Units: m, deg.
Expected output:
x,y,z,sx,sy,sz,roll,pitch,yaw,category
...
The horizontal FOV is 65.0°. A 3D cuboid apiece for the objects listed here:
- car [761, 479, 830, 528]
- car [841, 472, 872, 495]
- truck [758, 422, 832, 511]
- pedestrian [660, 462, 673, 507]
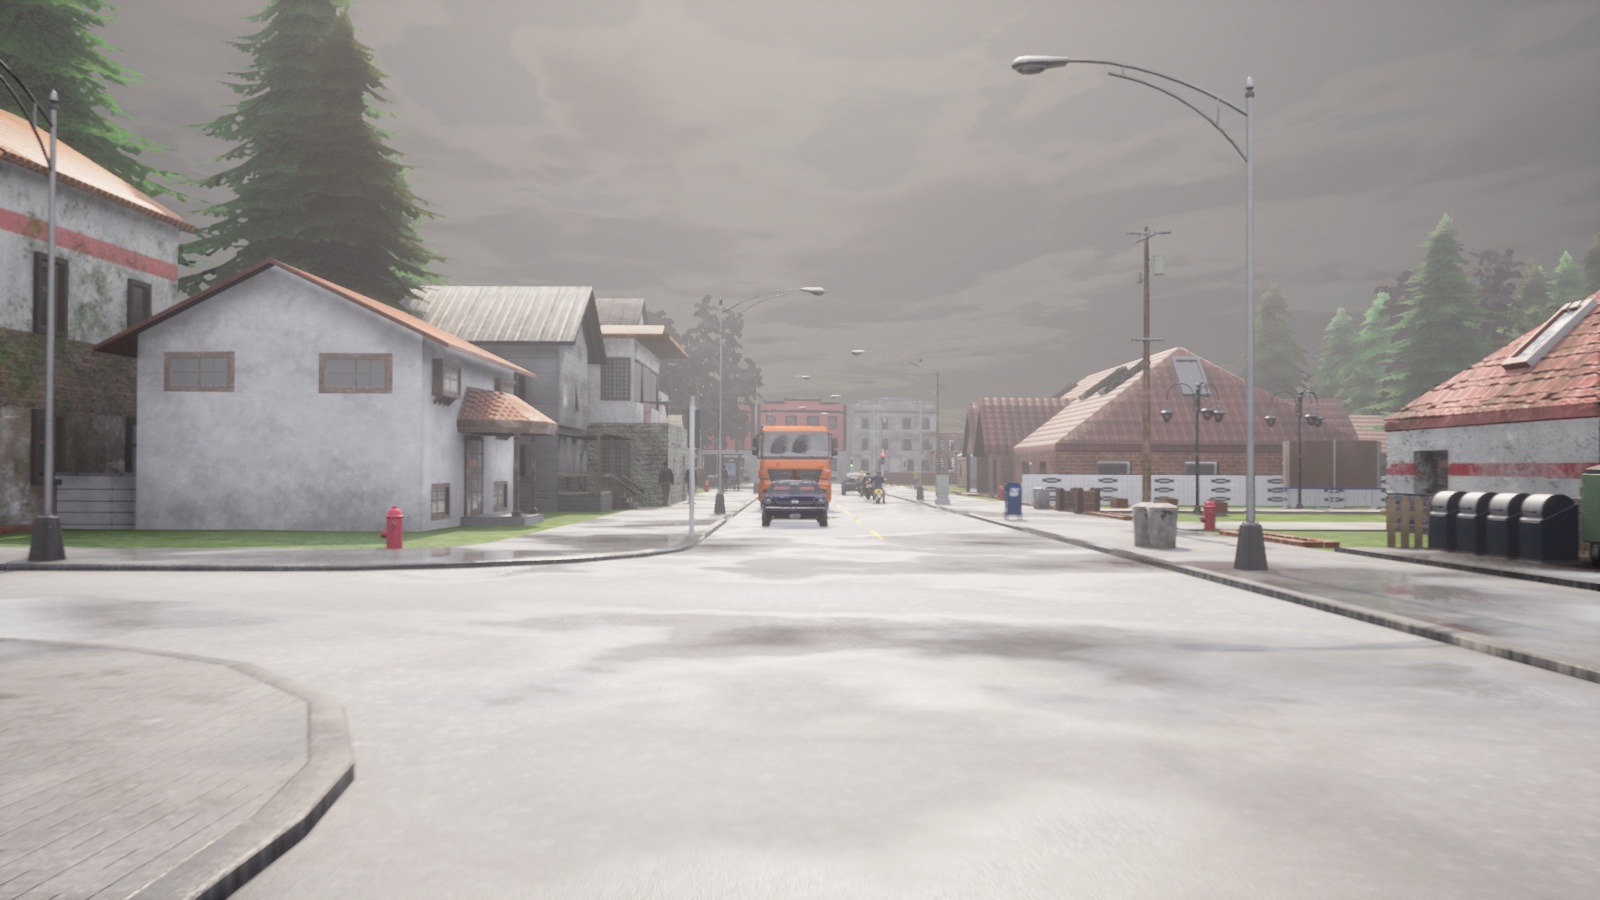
x,y,z,sx,sy,sz,roll,pitch,yaw,category
-0.150,1.531,36.780,1.895,1.301,4.718,0,-1,-1,car
3.673,2.186,82.504,1.837,1.490,4.892,0,-1,0,car
-0.208,0.719,52.910,2.891,3.462,7.936,0,-1,0,truck
-5.486,1.411,51.694,0.431,1.840,0.703,0,-1,2,pedestrian
